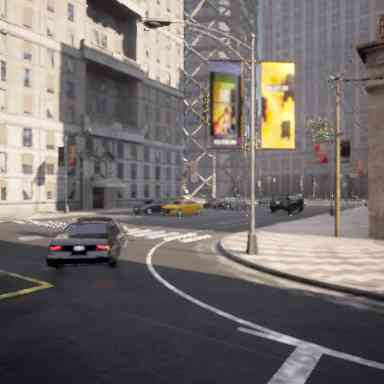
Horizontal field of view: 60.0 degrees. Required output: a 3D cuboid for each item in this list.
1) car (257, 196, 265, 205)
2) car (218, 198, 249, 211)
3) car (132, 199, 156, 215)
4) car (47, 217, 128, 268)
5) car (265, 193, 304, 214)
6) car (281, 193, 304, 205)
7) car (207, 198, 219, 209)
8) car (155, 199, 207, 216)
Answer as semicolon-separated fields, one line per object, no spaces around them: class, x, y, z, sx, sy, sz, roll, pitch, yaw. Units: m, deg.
car;12.946;1.501;57.527;1.837;1.490;4.892;0;0;36
car;5.475;1.559;41.266;1.994;1.385;4.181;0;0;36
car;-4.006;1.499;33.981;1.837;1.490;4.892;0;0;35
car;-3.313;1.545;11.306;2.033;1.411;5.357;0;0;-7
car;10.150;1.218;35.423;2.150;2.045;5.566;0;0;36
car;17.645;1.219;58.002;2.150;2.045;5.566;0;0;36
car;3.442;1.542;44.430;2.033;1.411;5.357;0;0;36
car;-0.942;1.473;32.253;1.882;1.535;5.008;0;0;35
